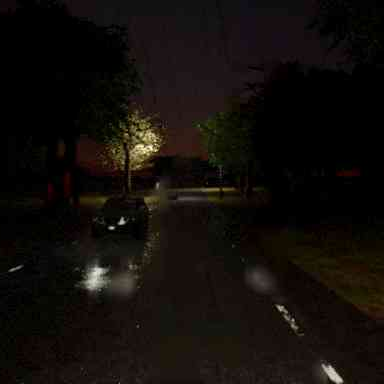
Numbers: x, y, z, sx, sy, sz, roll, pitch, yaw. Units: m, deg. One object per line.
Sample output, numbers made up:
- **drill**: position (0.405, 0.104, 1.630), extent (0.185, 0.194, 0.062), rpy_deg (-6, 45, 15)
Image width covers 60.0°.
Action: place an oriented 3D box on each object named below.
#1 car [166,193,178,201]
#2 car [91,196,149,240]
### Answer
- **car**: position (-3.538, 0.836, 58.844), extent (2.033, 1.411, 5.357), rpy_deg (0, 1, 1)
- **car**: position (-3.601, 1.237, 17.671), extent (2.150, 2.045, 5.566), rpy_deg (0, 0, 0)
